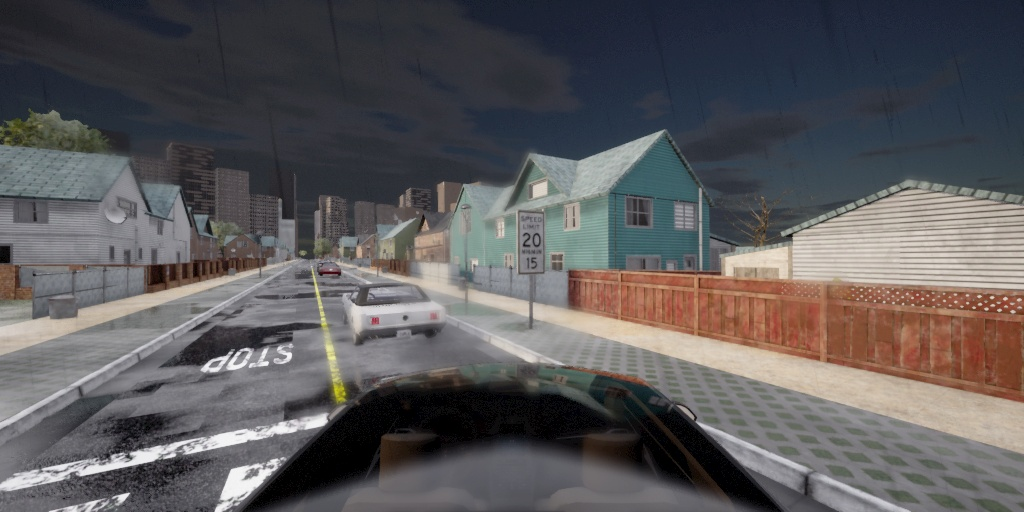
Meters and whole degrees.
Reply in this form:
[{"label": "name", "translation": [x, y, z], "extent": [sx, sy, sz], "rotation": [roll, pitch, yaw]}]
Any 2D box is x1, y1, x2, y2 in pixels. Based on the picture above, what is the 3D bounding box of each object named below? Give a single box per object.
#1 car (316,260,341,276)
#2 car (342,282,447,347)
[{"label": "car", "translation": [-18.884, 1.324, 37.117], "extent": [1.994, 1.385, 4.181], "rotation": [0, 0, -30]}, {"label": "car", "translation": [-3.370, 1.353, 9.547], "extent": [1.895, 1.301, 4.718], "rotation": [0, 0, -29]}]
